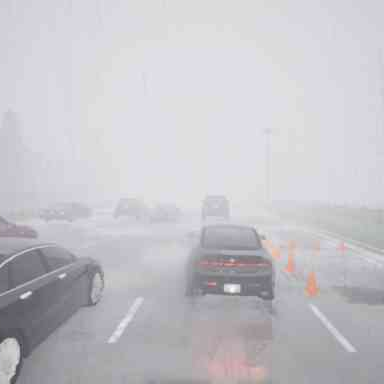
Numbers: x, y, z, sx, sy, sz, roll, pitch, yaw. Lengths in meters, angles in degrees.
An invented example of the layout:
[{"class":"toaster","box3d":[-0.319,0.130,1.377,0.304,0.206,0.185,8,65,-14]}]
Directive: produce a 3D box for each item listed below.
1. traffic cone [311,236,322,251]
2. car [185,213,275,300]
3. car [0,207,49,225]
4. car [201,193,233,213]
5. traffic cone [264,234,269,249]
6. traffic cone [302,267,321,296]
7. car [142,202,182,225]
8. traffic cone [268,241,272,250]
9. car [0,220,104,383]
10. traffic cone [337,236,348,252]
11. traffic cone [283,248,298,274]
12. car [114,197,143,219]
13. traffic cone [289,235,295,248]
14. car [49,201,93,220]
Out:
[{"class":"traffic cone","box3d":[5.054,2.068,13.471,0.340,0.580,0.340,1,0,3]},{"class":"car","box3d":[0.878,1.527,8.533,1.837,1.490,4.892,1,0,3]},{"class":"car","box3d":[-6.100,1.229,9.039,2.097,1.767,4.553,1,0,3]},{"class":"car","box3d":[1.920,1.275,27.573,2.150,2.045,5.566,1,0,3]},{"class":"traffic cone","box3d":[3.058,2.026,13.579,0.340,0.580,0.340,1,0,3]},{"class":"traffic cone","box3d":[2.732,2.016,7.588,0.340,0.580,0.340,1,0,3]},{"class":"car","box3d":[-1.808,1.521,23.604,2.033,1.411,5.357,1,0,3]},{"class":"traffic cone","box3d":[2.949,2.023,11.582,0.340,0.580,0.340,1,0,3]},{"class":"car","box3d":[-2.819,1.449,5.002,1.837,1.490,4.892,1,0,3]},{"class":"traffic cone","box3d":[6.053,2.089,13.416,0.340,0.580,0.340,1,0,3]},{"class":"traffic cone","box3d":[2.841,2.020,9.585,0.340,0.580,0.340,1,0,3]},{"class":"car","box3d":[-5.056,1.260,28.245,2.097,1.767,4.553,1,0,3]},{"class":"traffic cone","box3d":[4.056,2.047,13.525,0.340,0.580,0.340,1,0,3]},{"class":"car","box3d":[-8.809,1.375,23.737,2.033,1.411,5.357,1,0,3]}]
